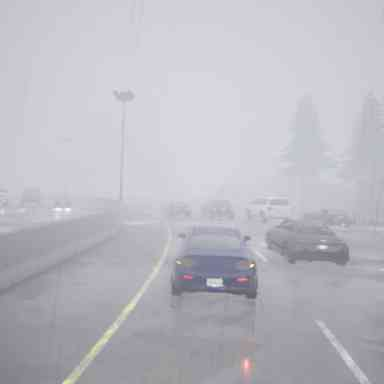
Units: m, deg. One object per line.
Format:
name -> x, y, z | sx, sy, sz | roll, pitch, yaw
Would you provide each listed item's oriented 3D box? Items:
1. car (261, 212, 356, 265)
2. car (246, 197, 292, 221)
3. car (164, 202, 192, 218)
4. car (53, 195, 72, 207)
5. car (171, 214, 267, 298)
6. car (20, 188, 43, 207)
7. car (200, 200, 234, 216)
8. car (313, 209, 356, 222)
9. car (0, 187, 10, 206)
car -> 4.106, 1.707, 12.459 | 1.994, 1.385, 4.181 | 2, 0, 0
car -> 6.299, 1.456, 27.760 | 2.150, 2.045, 5.566 | 2, 0, -10
car -> -1.400, 1.609, 30.507 | 1.895, 1.301, 4.718 | 2, 0, -13
car -> -16.380, 1.105, 41.935 | 2.128, 1.511, 4.902 | 2, 0, -25
car -> 0.568, 1.557, 8.594 | 1.812, 1.442, 4.674 | 2, 0, 3
car -> -19.511, 0.512, 40.406 | 2.150, 2.045, 5.566 | 2, 0, -25
car -> 2.202, 1.467, 29.971 | 2.097, 1.767, 4.553 | 2, 0, -12
car -> 10.198, 1.948, 25.272 | 1.895, 1.301, 4.718 | 2, 0, -8
car -> -22.671, 0.414, 38.904 | 2.150, 2.045, 5.566 | 2, 0, -25
